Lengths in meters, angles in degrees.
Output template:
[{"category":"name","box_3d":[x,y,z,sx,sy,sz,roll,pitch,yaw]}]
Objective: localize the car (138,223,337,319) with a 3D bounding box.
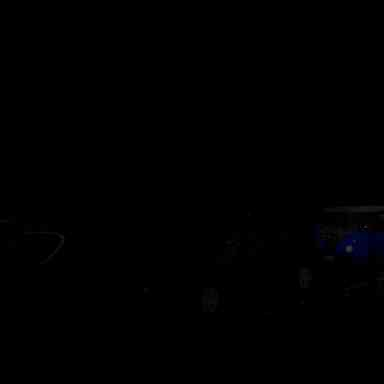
[{"category":"car","box_3d":[0.990,1.542,7.357,4.507,1.381,1.887,0,0,-35]}]

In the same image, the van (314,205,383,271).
[{"category":"van","box_3d":[5.579,1.334,10.630,3.998,1.788,1.690,0,0,-35]}]

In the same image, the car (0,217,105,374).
[{"category":"car","box_3d":[-3.600,1.316,4.084,5.009,1.841,2.192,0,0,-35]}]
